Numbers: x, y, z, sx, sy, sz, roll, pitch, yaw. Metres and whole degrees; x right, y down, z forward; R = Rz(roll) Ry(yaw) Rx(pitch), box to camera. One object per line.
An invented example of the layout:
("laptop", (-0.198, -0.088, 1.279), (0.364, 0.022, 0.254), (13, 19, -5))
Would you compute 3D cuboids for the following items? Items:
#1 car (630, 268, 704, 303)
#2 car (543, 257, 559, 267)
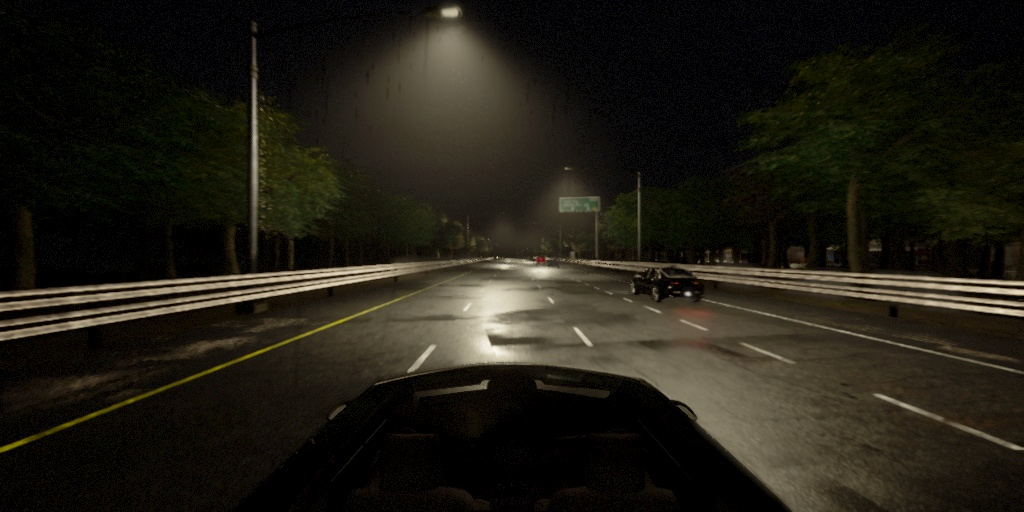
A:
("car", (7.017, 1.265, 16.696), (1.837, 1.490, 4.892), (0, 0, 0))
("car", (7.204, 1.270, 63.623), (2.033, 1.411, 5.357), (0, 0, 0))
